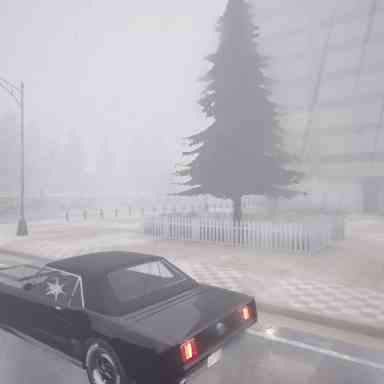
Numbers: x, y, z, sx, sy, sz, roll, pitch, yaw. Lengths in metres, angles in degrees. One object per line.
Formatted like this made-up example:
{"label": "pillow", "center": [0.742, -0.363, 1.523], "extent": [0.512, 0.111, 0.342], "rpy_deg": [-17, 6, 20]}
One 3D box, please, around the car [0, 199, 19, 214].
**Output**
{"label": "car", "center": [-20.406, 1.477, 33.896], "extent": [1.882, 1.535, 5.008], "rpy_deg": [0, 0, 36]}

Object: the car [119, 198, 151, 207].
{"label": "car", "center": [-8.490, 1.547, 50.392], "extent": [2.033, 1.411, 5.357], "rpy_deg": [0, 0, 36]}

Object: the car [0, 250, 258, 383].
{"label": "car", "center": [-1.538, 1.601, 5.108], "extent": [4.718, 1.301, 1.895], "rpy_deg": [0, 0, 36]}

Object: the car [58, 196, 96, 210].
{"label": "car", "center": [-14.505, 1.352, 42.068], "extent": [2.097, 1.767, 4.553], "rpy_deg": [0, 0, 36]}
